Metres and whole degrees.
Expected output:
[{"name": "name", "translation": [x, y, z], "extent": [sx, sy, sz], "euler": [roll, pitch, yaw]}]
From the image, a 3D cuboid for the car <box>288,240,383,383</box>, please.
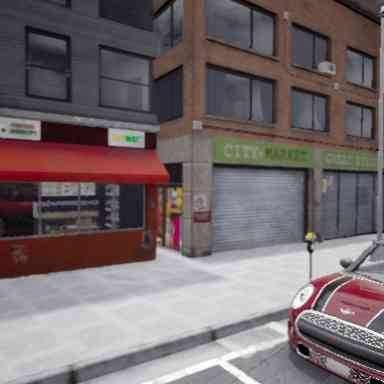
[{"name": "car", "translation": [3.268, 1.423, 4.804], "extent": [4.097, 1.590, 1.967], "euler": [0, 0, -34]}]
